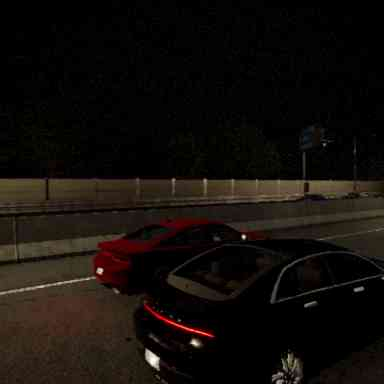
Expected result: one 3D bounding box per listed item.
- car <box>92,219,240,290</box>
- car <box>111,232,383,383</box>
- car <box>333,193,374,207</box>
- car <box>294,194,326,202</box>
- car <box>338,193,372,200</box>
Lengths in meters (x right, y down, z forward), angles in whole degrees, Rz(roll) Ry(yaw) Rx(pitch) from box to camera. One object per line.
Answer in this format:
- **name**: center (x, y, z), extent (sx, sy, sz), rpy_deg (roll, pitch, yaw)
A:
- **car**: center (0.148, 1.396, 8.149), extent (5.008, 1.535, 1.882), rpy_deg (-1, 1, -35)
- **car**: center (1.555, 1.436, 4.853), extent (4.892, 1.490, 1.837), rpy_deg (-1, 1, -35)
- **car**: center (18.977, 0.877, 38.996), extent (4.902, 1.511, 2.128), rpy_deg (-1, 0, -35)
- **car**: center (14.236, 0.960, 39.919), extent (4.674, 1.442, 1.812), rpy_deg (-1, 1, -35)
- **car**: center (16.043, 0.970, 32.615), extent (4.902, 1.511, 2.128), rpy_deg (-1, 1, -35)
